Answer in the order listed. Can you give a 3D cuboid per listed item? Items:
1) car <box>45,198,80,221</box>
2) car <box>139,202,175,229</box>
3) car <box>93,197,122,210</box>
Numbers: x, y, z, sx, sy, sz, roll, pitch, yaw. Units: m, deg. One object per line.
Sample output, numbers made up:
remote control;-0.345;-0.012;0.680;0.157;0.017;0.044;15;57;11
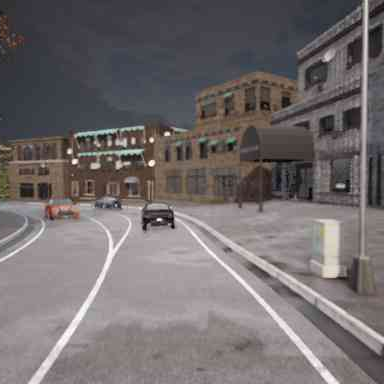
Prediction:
car;-10.479;1.287;26.767;2.097;1.767;4.553;-1;1;-30
car;-2.263;1.372;20.952;1.882;1.535;5.008;-1;1;-10
car;-9.605;1.255;37.652;1.812;1.442;4.674;-2;1;-38
